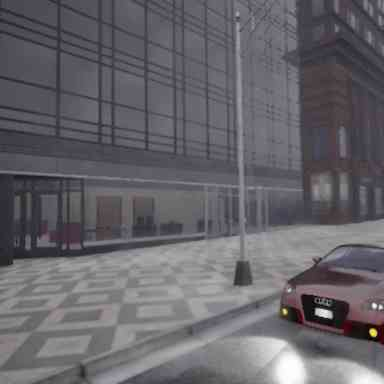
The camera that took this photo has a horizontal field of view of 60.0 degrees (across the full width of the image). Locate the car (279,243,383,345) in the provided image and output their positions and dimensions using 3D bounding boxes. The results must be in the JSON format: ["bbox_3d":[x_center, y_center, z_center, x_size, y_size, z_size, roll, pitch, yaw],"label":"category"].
[{"bbox_3d":[3.536,1.758,6.677,4.181,1.385,1.994,1,-3,-43],"label":"car"}]
